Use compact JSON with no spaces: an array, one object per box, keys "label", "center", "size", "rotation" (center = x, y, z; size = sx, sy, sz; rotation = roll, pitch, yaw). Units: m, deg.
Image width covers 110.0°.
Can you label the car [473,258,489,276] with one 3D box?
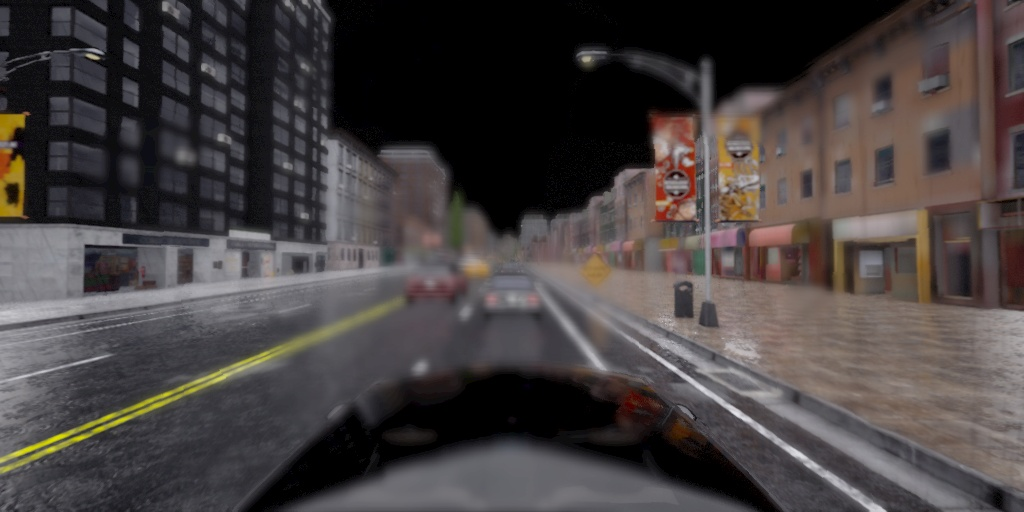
[{"label":"car","center":[-3.177,1.210,33.089],"size":[1.882,1.535,5.008],"rotation":[0,0,0]}]

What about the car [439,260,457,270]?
[{"label":"car","center":[-9.829,1.340,55.442],"size":[1.994,1.385,4.181],"rotation":[0,0,0]}]

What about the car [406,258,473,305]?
[{"label":"car","center":[-3.184,1.109,16.214],"size":[2.097,1.767,4.553],"rotation":[0,0,0]}]

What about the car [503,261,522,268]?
[{"label":"car","center":[0.055,1.335,30.032],"size":[1.895,1.301,4.718],"rotation":[0,0,0]}]

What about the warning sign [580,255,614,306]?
[{"label":"warning sign","center":[3.223,0.878,13.520],"size":[1.300,1.860,1.060],"rotation":[0,0,0]}]

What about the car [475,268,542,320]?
[{"label":"car","center":[0.042,1.310,12.726],"size":[2.033,1.411,5.357],"rotation":[0,0,1]}]

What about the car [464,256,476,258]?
[{"label":"car","center":[-6.579,1.000,55.711],"size":[2.150,2.045,5.566],"rotation":[0,0,0]}]
